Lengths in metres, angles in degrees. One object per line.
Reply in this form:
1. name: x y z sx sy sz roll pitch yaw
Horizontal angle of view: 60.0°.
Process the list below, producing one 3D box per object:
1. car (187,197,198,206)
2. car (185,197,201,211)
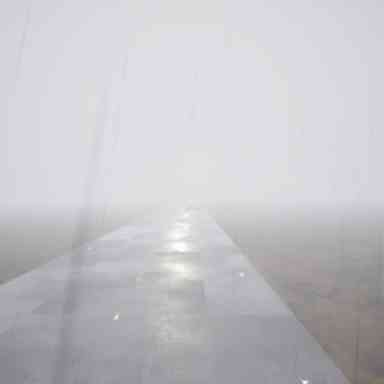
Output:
1. car: 0.090 1.721 61.943 1.812 1.442 4.674 0 0 0
2. car: 0.093 1.661 42.893 1.812 1.442 4.674 0 0 0
